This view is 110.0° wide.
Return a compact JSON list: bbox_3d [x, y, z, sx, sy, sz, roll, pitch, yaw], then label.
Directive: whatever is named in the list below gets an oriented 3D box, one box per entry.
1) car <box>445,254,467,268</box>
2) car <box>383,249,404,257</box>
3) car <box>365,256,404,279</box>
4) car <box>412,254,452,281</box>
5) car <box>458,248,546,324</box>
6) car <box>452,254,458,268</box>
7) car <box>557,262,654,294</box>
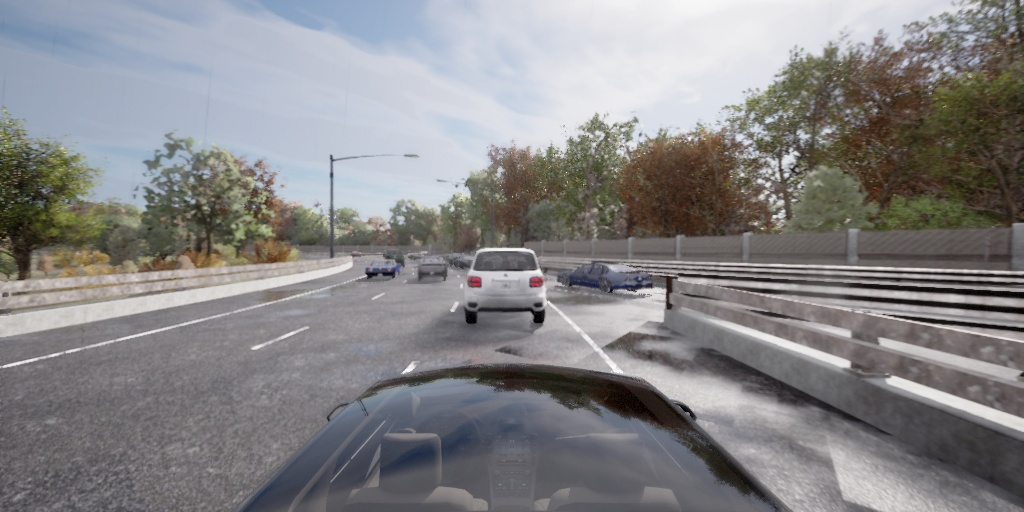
[{"bbox_3d":[-6.817,0.514,43.145,1.837,1.490,4.892,0,1,-19],"label":"car"},{"bbox_3d":[-14.164,0.224,42.926,2.150,2.045,5.566,0,1,-21],"label":"car"},{"bbox_3d":[-9.167,0.911,25.898,1.895,1.301,4.718,0,1,-11],"label":"car"},{"bbox_3d":[-5.420,0.827,24.761,2.128,1.511,4.902,0,1,-10],"label":"car"},{"bbox_3d":[-0.224,0.797,11.407,2.150,2.045,5.566,0,0,-2],"label":"car"},{"bbox_3d":[-4.850,0.632,37.917,1.812,1.442,4.674,0,1,-20],"label":"car"},{"bbox_3d":[4.459,1.019,18.045,2.033,1.411,5.357,0,1,-28],"label":"car"}]
